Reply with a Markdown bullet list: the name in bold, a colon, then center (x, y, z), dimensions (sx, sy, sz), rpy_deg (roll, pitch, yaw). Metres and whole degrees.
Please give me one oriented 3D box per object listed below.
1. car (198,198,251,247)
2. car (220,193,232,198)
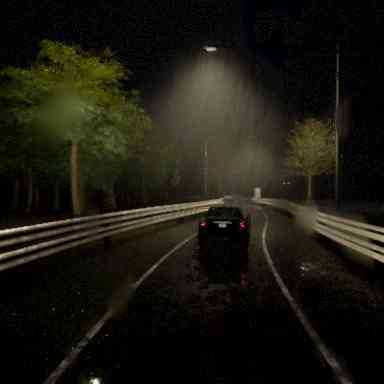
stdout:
- **car**: center (1.625, 1.358, 15.366), dimensions (2.097, 1.767, 4.553), rpy_deg (1, 0, 11)
- **car**: center (7.744, 1.170, 77.431), dimensions (2.150, 2.045, 5.566), rpy_deg (0, 0, -6)
